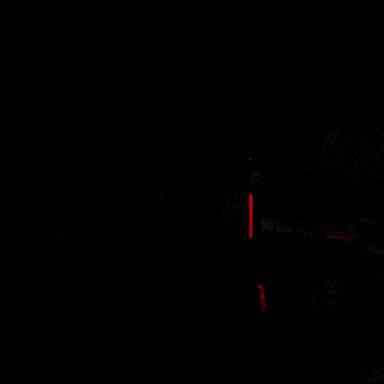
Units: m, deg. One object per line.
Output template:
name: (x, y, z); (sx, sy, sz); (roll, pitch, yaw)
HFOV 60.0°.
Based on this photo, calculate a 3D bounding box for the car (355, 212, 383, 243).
car: (8.478, 1.525, 13.338); (1.812, 1.442, 4.674); (1, 0, -6)
